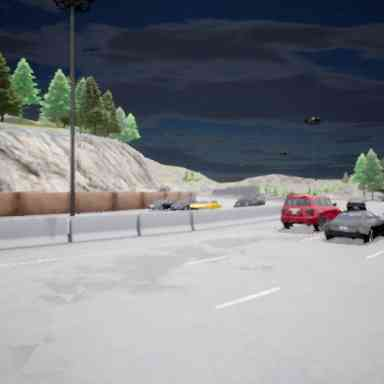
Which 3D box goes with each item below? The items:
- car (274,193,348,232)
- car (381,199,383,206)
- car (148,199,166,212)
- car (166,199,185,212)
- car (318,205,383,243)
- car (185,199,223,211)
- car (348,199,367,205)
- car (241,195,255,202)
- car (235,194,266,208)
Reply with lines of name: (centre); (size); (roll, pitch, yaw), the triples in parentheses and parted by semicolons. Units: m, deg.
car: (7.539, 1.235, 20.746); (2.150, 2.045, 5.566); (0, 0, 41)
car: (19.202, 1.206, 31.275); (2.150, 2.045, 5.566); (0, 0, 30)
car: (-3.495, 1.600, 41.334); (2.128, 1.511, 4.902); (0, 0, 32)
car: (-0.632, 1.596, 39.351); (1.837, 1.490, 4.892); (0, 0, 32)
car: (8.091, 1.565, 16.246); (1.994, 1.385, 4.181); (0, 0, 43)
car: (1.618, 1.552, 36.369); (1.882, 1.535, 5.008); (0, 0, 32)
car: (18.152, 1.479, 36.778); (1.882, 1.535, 5.008); (0, 0, 27)
car: (12.698, 1.410, 75.452); (2.033, 1.411, 5.357); (0, 0, -1)
car: (6.762, 1.277, 37.988); (2.150, 2.045, 5.566); (0, 0, 30)
